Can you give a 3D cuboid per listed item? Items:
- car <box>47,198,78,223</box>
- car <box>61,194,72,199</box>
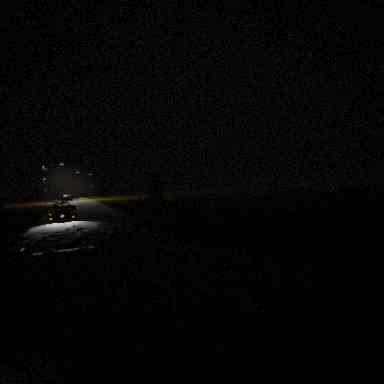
[{"bbox_3d":[-9.787,1.482,25.166,1.994,1.385,4.181,-5,2,-20],"label":"car"},{"bbox_3d":[-23.340,1.124,62.040,1.994,1.385,4.181,-5,2,-20],"label":"car"}]
